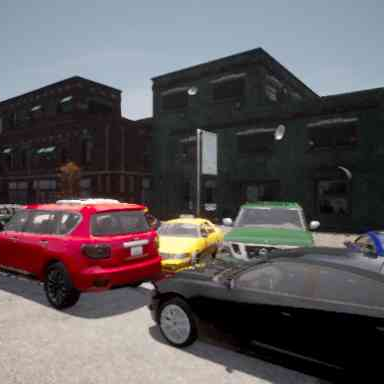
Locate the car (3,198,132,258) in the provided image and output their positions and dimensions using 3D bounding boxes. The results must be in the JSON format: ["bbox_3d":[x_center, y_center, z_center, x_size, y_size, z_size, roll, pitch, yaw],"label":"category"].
[{"bbox_3d":[-5.048,1.330,14.704,2.435,2.045,5.566,1,-1,16],"label":"car"}]

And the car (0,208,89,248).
[{"bbox_3d":[-7.463,1.620,16.482,2.163,1.488,4.792,1,-1,16],"label":"car"}]

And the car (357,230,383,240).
[{"bbox_3d":[4.611,1.599,7.591,2.002,1.452,4.674,0,-1,16],"label":"car"}]

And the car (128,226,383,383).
[{"bbox_3d":[1.586,1.520,4.670,5.008,1.535,1.882,0,-1,36],"label":"car"}]

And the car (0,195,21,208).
[{"bbox_3d":[-33.555,1.669,59.110,5.566,2.045,2.435,1,0,15],"label":"car"}]

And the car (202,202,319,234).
[{"bbox_3d":[2.213,1.312,9.357,2.435,2.045,5.566,1,-1,16],"label":"car"}]

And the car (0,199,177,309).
[{"bbox_3d":[-3.267,1.278,8.251,5.566,2.045,2.150,0,-1,36],"label":"car"}]

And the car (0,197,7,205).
[{"bbox_3d":[-43.919,1.914,73.909,4.553,1.767,2.185,-1,-1,15],"label":"car"}]

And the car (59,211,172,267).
[{"bbox_3d":[-2.638,1.604,12.914,2.163,1.488,4.792,1,-1,16],"label":"car"}]
